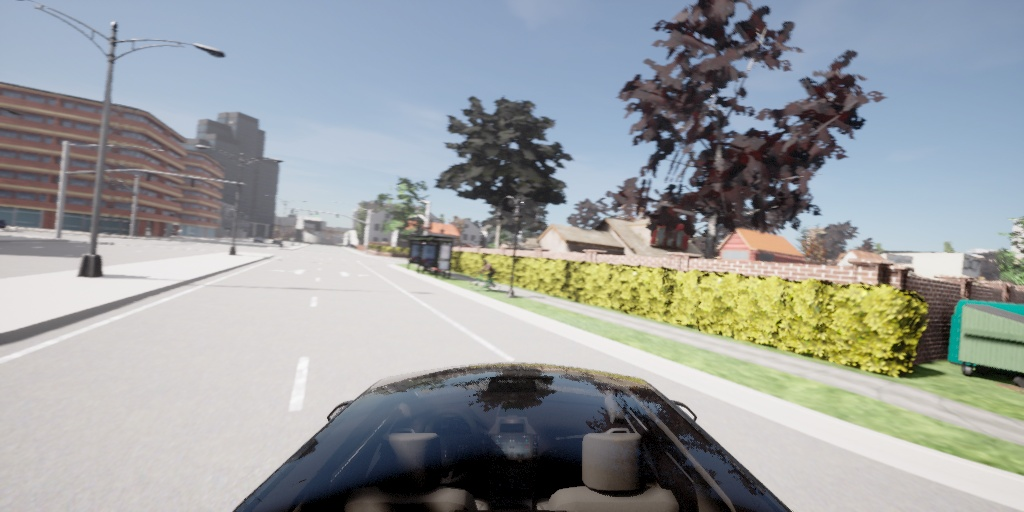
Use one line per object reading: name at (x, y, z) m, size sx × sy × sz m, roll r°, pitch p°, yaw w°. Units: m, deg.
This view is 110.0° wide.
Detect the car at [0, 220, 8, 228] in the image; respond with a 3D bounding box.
car at (-53.097, -3.466, 34.792) m, size 5.008 × 1.535 × 1.882 m, roll 6°, pitch 0°, yaw -28°

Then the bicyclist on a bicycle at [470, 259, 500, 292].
bicyclist on a bicycle at (-1.279, 1.001, 18.020) m, size 1.656 × 1.620 × 0.582 m, roll 7°, pitch -1°, yaw -28°
